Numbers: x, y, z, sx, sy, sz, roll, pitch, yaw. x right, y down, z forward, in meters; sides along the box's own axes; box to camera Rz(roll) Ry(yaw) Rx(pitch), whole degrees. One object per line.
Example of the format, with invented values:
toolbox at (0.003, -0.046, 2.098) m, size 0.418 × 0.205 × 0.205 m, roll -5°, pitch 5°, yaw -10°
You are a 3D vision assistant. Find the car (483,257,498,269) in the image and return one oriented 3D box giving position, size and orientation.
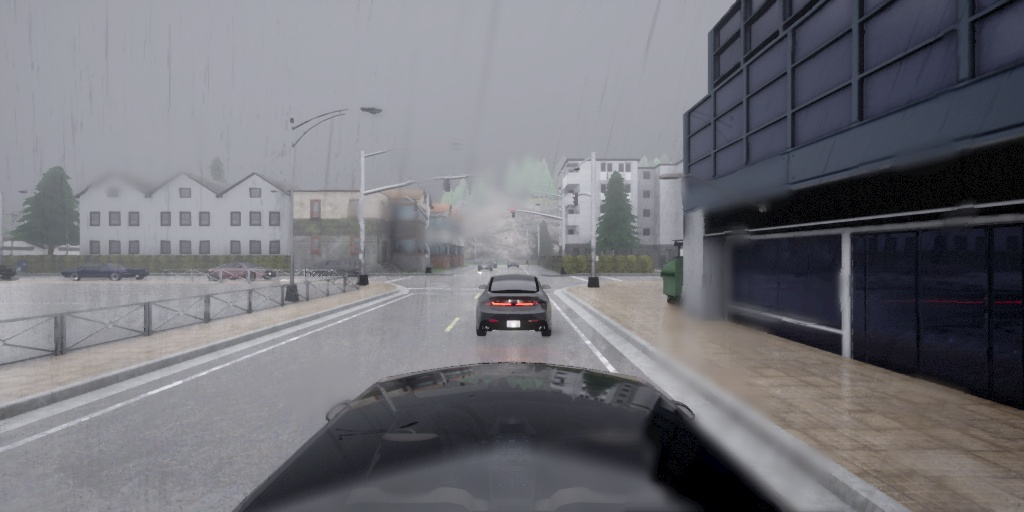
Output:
car at (-3.497, 1.101, 58.336) m, size 2.097 × 1.767 × 4.553 m, roll 0°, pitch 0°, yaw 0°

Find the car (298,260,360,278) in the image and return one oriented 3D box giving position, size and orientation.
car at (-15.368, 1.078, 30.181) m, size 4.892 × 1.490 × 1.837 m, roll 0°, pitch 0°, yaw 0°

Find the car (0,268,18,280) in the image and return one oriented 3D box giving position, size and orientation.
car at (-40.133, 1.174, 26.626) m, size 4.718 × 1.301 × 1.895 m, roll 0°, pitch 0°, yaw 1°

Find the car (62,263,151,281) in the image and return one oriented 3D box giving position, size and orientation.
car at (-29.911, 1.174, 26.546) m, size 4.718 × 1.301 × 1.895 m, roll 0°, pitch 0°, yaw 0°

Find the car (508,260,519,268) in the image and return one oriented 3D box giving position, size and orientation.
car at (0.181, 1.350, 60.994) m, size 1.895 × 1.301 × 4.718 m, roll 0°, pitch 0°, yaw -1°

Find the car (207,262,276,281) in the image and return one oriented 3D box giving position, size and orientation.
car at (-19.891, 1.137, 26.500) m, size 4.181 × 1.385 × 1.994 m, roll 0°, pitch 0°, yaw 0°

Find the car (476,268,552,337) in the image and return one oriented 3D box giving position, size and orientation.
car at (0.067, 1.255, 10.344) m, size 1.837 × 1.490 × 4.892 m, roll 0°, pitch 0°, yaw 1°

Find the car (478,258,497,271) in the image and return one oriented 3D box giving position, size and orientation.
car at (-3.520, 1.241, 48.312) m, size 2.128 × 1.511 × 4.902 m, roll 0°, pitch 0°, yaw 0°
